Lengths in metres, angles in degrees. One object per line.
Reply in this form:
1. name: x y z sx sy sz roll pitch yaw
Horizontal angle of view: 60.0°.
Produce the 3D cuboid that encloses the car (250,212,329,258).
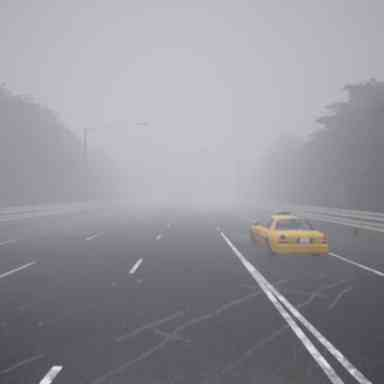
1. car: 3.578 1.565 13.246 1.801 1.575 5.366 0 0 -1
